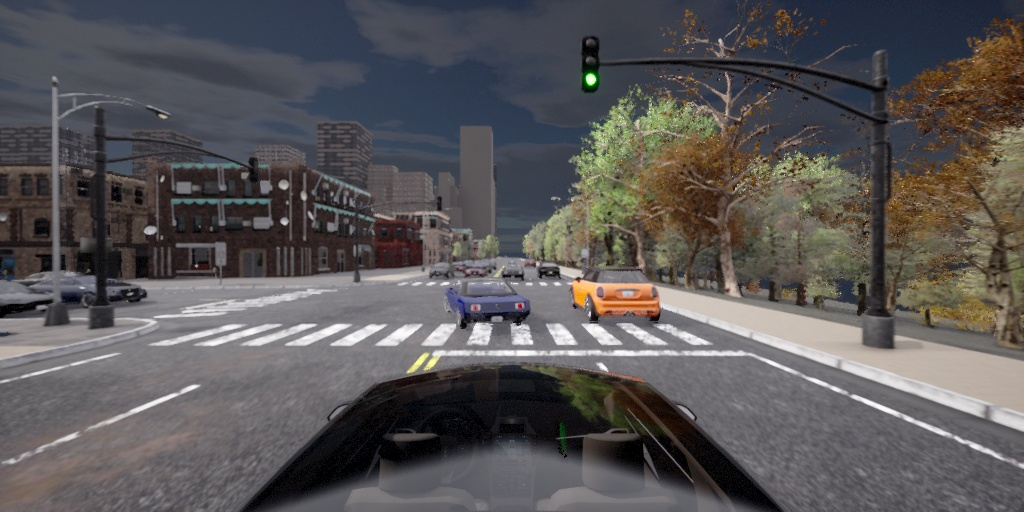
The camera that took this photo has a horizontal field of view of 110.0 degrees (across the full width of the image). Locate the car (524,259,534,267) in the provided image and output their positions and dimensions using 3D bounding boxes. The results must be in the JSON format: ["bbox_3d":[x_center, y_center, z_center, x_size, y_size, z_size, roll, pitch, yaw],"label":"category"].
[{"bbox_3d":[3.243,1.238,63.983,2.097,1.767,4.553,0,0,0],"label":"car"}]

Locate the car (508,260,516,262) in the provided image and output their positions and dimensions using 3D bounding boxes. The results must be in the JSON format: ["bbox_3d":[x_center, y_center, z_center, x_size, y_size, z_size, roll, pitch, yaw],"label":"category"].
[{"bbox_3d":[-0.006,1.432,63.595,2.033,1.411,5.357,0,0,0],"label":"car"}]

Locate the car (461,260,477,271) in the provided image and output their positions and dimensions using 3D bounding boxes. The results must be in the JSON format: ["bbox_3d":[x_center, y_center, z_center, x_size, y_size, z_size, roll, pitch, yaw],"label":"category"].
[{"bbox_3d":[-6.505,1.371,54.354,1.837,1.490,4.892,0,0,0],"label":"car"}]

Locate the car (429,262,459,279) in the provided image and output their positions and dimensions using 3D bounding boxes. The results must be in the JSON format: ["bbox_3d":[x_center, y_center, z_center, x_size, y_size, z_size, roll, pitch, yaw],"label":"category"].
[{"bbox_3d":[-6.592,1.328,34.217,1.837,1.490,4.892,0,0,0],"label":"car"}]

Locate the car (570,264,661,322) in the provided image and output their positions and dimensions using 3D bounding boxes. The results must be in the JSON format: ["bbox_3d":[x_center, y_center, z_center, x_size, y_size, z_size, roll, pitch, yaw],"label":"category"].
[{"bbox_3d":[3.349,1.126,12.476,2.097,1.767,4.553,0,0,0],"label":"car"}]

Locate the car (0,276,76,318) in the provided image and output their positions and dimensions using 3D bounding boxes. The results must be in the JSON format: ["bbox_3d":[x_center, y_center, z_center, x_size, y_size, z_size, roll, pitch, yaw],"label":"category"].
[{"bbox_3d":[-19.948,1.595,13.588,4.313,1.339,1.948,0,0,0],"label":"car"}]

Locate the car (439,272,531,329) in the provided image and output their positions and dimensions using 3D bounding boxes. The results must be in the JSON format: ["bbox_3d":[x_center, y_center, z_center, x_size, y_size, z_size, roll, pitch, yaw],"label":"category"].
[{"bbox_3d":[-1.047,1.374,11.563,1.895,1.301,4.718,0,0,-17],"label":"car"}]

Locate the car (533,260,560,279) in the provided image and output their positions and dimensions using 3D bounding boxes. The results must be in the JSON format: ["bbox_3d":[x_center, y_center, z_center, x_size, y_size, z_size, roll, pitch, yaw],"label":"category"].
[{"bbox_3d":[3.348,1.299,33.593,1.882,1.535,5.008,0,0,0],"label":"car"}]

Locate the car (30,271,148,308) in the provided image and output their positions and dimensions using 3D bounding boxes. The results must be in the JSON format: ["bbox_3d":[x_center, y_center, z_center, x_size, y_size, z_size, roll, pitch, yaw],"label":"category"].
[{"bbox_3d":[-19.328,1.566,16.297,4.181,1.385,1.994,-1,0,0],"label":"car"}]

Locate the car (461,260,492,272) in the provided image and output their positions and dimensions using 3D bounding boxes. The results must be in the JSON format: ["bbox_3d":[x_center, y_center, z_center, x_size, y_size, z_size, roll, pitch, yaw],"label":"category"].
[{"bbox_3d":[-3.340,1.387,34.309,1.994,1.385,4.181,0,0,0],"label":"car"}]

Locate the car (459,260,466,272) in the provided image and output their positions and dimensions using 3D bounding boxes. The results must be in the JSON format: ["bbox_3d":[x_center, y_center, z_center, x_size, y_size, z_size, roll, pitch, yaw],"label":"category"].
[{"bbox_3d":[-6.580,1.408,44.190,1.994,1.385,4.181,0,0,0],"label":"car"}]

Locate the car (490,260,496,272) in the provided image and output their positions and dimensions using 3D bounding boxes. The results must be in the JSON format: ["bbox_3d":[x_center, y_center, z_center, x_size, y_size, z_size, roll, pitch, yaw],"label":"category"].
[{"bbox_3d":[-3.330,1.390,43.577,2.033,1.411,5.357,0,0,0],"label":"car"}]

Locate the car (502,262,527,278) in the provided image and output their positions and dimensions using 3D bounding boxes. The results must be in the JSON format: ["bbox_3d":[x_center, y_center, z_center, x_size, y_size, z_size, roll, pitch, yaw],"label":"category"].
[{"bbox_3d":[0.098,1.419,31.786,1.895,1.301,4.718,0,0,0],"label":"car"}]
